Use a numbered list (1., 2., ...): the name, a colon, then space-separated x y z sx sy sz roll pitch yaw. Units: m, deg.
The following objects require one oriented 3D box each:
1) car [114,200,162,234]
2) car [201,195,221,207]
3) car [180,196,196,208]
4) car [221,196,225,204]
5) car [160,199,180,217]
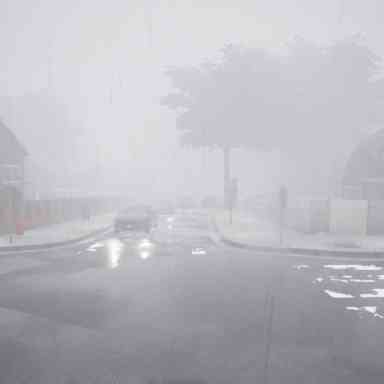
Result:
1. car: -3.162 1.472 19.467 1.882 1.535 5.008 0 0 1
2. car: 2.721 1.391 51.555 2.097 1.767 4.553 0 0 11
3. car: -0.778 1.369 47.293 2.097 1.767 4.553 0 0 9
4. car: 4.716 1.386 61.271 2.097 1.767 4.553 1 0 14
5. car: -2.571 1.502 32.075 1.837 1.490 4.892 0 1 5
